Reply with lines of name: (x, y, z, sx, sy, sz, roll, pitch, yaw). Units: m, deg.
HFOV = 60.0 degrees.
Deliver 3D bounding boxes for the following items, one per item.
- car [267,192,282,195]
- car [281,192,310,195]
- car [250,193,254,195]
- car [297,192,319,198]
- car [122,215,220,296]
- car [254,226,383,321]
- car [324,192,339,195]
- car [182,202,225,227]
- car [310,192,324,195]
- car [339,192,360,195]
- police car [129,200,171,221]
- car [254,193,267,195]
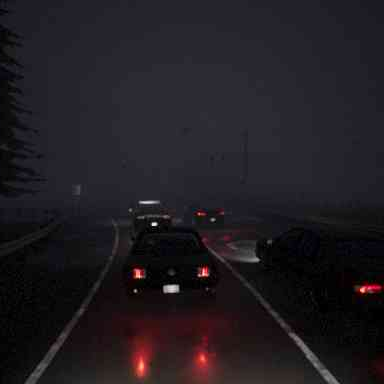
car: (18.928, 0.735, 69.981, 4.553, 1.767, 2.097, 0, 1, -21)
car: (20.882, 0.960, 66.982, 4.181, 1.385, 1.994, 0, 1, -21)
car: (14.535, 0.880, 75.805, 4.181, 1.385, 1.994, 0, 1, -21)
car: (28.488, 0.818, 81.640, 5.357, 1.411, 2.033, 0, 1, -27)
car: (-0.623, 1.524, 8.488, 1.895, 1.301, 4.718, 0, 1, -6)
car: (3.017, 1.479, 7.507, 2.033, 1.411, 5.357, 0, 0, -6)
car: (33.124, 0.852, 76.210, 4.674, 1.442, 1.812, 0, 1, -27)
car: (0.627, 1.341, 20.647, 1.812, 1.442, 4.674, 0, 0, -13)
car: (30.969, 0.826, 79.023, 4.674, 1.442, 1.812, 0, 1, -27)
car: (35.429, 0.852, 73.491, 4.892, 1.490, 1.837, 0, 1, -27)
police car: (-2.311, 1.264, 17.947, 1.930, 1.638, 5.238, 0, 1, -13)
car: (16.748, 0.879, 72.900, 4.902, 1.511, 2.128, 0, 1, -21)
